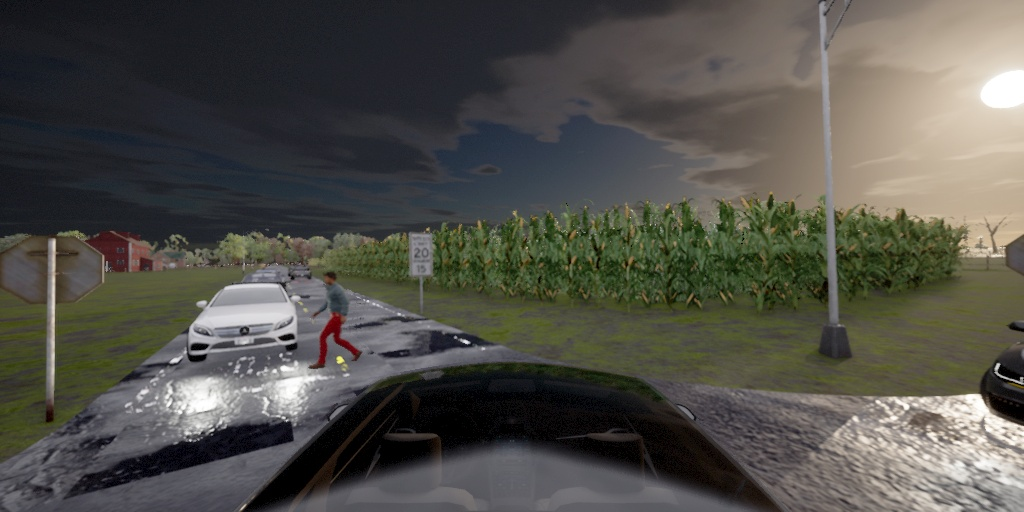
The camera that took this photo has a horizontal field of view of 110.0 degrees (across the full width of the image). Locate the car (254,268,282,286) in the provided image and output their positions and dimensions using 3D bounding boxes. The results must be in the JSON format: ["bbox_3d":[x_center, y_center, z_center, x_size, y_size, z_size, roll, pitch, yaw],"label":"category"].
[{"bbox_3d":[-22.062,1.851,32.499,1.994,1.385,4.181,0,-1,-33],"label":"car"}]

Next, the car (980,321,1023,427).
[{"bbox_3d":[7.556,1.160,3.893,4.892,1.490,1.837,-1,-1,-18],"label":"car"}]

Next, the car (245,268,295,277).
[{"bbox_3d":[-11.478,1.504,16.555,2.128,1.511,4.902,0,-1,-34],"label":"car"}]

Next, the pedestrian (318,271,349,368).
[{"bbox_3d":[-3.346,1.122,6.732,0.375,1.860,0.375,1,-2,-34],"label":"pedestrian"}]

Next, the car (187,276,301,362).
[{"bbox_3d":[-6.434,1.409,8.919,1.812,1.442,4.674,0,-1,-32],"label":"car"}]

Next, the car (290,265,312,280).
[{"bbox_3d":[-23.454,1.868,39.844,2.128,1.511,4.902,0,-1,-34],"label":"car"}]
